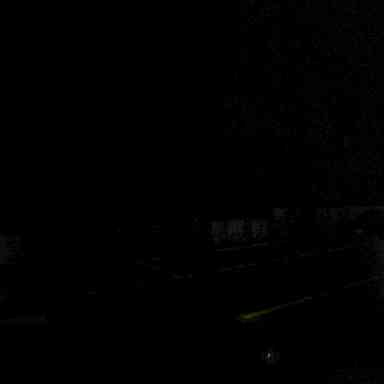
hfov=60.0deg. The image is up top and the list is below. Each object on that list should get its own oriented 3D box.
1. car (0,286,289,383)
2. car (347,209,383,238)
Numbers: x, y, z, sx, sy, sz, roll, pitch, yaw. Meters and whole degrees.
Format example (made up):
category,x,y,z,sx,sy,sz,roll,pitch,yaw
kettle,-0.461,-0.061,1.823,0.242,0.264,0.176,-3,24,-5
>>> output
category,x,y,z,sx,sy,sz,roll,pitch,yaw
car,-1.284,1.525,2.519,4.674,1.442,1.812,0,0,-36
car,9.998,1.567,17.645,4.313,1.339,1.947,0,0,-36
